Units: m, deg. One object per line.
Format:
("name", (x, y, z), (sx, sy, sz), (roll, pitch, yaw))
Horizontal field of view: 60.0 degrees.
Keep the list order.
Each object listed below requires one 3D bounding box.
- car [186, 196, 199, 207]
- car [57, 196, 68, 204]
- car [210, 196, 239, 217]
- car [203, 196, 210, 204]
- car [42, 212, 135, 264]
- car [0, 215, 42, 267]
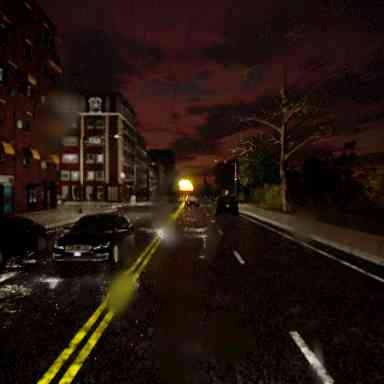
("car", (0.091, 1.666, 52.650), (1.895, 1.301, 4.718), (0, 0, 0))
("car", (-22.816, 1.302, 55.092), (4.403, 1.369, 2.008), (1, 0, -1))
("car", (3.249, 1.378, 32.683), (2.150, 2.045, 5.566), (0, 0, 0))
("car", (3.236, 1.634, 65.328), (2.033, 1.649, 4.856), (0, -2, 0))
("car", (-3.256, 1.536, 11.887), (1.837, 1.490, 4.892), (0, 0, 0))
("car", (-6.514, 1.540, 11.142), (1.812, 1.442, 4.674), (0, 0, 0))
